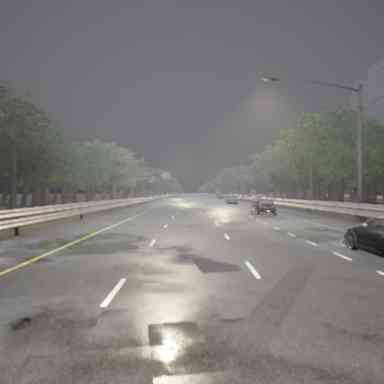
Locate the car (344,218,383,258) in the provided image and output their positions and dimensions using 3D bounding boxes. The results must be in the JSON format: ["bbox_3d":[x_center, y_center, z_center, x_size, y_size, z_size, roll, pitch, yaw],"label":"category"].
[{"bbox_3d":[7.004,1.568,11.475,1.994,1.385,4.181,0,0,0],"label":"car"}]

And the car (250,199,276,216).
[{"bbox_3d":[7.035,1.508,33.135,1.837,1.490,4.892,0,0,0],"label":"car"}]

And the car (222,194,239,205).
[{"bbox_3d":[7.078,1.567,60.283,1.994,1.385,4.181,0,0,0],"label":"car"}]
